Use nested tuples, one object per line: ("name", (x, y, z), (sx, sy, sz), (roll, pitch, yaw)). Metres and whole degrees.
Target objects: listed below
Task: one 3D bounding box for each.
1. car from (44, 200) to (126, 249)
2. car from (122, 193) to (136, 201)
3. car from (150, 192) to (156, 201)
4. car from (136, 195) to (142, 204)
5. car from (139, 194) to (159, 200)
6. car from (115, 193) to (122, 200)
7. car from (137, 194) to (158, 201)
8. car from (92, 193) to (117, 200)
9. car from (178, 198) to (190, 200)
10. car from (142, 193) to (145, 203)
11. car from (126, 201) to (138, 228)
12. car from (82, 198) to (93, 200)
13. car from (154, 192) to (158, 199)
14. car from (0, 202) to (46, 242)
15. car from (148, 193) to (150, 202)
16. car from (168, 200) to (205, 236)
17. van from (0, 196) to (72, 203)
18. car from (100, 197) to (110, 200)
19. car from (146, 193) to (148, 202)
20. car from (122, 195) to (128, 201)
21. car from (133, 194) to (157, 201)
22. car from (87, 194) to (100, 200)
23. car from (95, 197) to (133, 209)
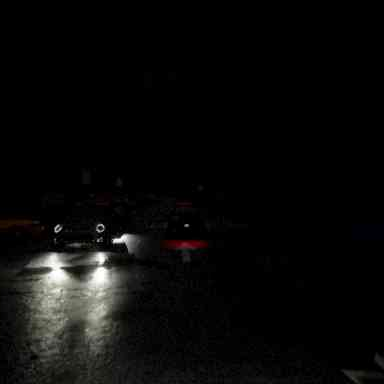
("car", (-4.368, 1.383, 14.461), (2.097, 1.767, 4.553), (0, -1, -3))
("car", (-10.453, 1.160, 41.951), (5.566, 2.045, 2.435), (-1, 0, -21))
("car", (-11.371, 1.436, 74.943), (4.892, 1.521, 2.231), (-1, 0, -22))
("car", (-10.457, 1.403, 48.013), (5.366, 1.575, 1.946), (-1, 0, -21))
("car", (-11.957, 1.426, 92.954), (5.008, 1.535, 2.097), (-1, 0, -22))
("car", (-10.289, 1.292, 35.939), (4.553, 1.767, 2.185), (-1, 0, -21))
("car", (-12.010, 1.452, 89.882), (5.366, 1.575, 1.946), (-1, 0, -22))
("car", (-10.211, 1.297, 32.939), (4.553, 1.767, 2.185), (-1, 0, -22))
("car", (-0.952, 1.429, 38.803), (1.837, 1.490, 4.892), (0, 0, -2))
("car", (-10.696, 1.157, 50.965), (5.566, 2.045, 2.435), (-1, 0, -22))
("car", (-4.611, 1.487, 19.932), (1.812, 1.442, 4.674), (0, 0, -1))
("car", (-9.993, 1.439, 23.922), (5.008, 1.535, 2.097), (-1, 0, -22))
("car", (-11.282, 1.435, 78.012), (5.366, 1.575, 1.946), (-1, 0, -22))
("car", (-9.570, 1.453, 14.986), (5.366, 1.575, 1.946), (-1, 0, -22))
("car", (-10.995, 1.445, 62.957), (4.792, 1.488, 2.163), (-1, 0, -22))
("car", (-0.319, 1.439, 18.367), (1.882, 1.535, 5.008), (0, 0, -2))
("van", (-10.027, 1.222, 20.874), (4.442, 1.987, 1.878), (-1, 0, -22))
("car", (-10.164, 1.468, 29.931), (4.674, 1.452, 2.002), (-1, 0, -22))
("car", (-10.974, 1.288, 59.936), (4.553, 1.767, 2.185), (-1, 0, -22))
("car", (-10.373, 1.444, 38.953), (4.792, 1.488, 2.163), (-1, 0, -22))
("car", (-11.374, 1.440, 81.012), (5.366, 1.575, 1.946), (-1, 0, -22))
("car", (-10.117, 1.308, 26.923), (4.553, 1.767, 2.185), (-1, 0, -22))
("car", (-10.523, 1.439, 44.952), (4.792, 1.488, 2.163), (-1, 0, -21))
